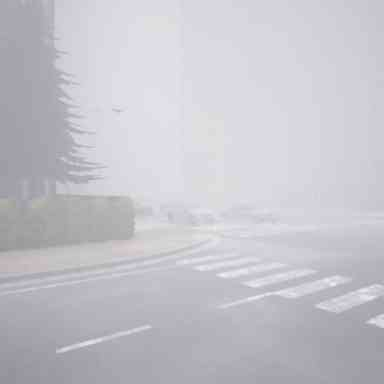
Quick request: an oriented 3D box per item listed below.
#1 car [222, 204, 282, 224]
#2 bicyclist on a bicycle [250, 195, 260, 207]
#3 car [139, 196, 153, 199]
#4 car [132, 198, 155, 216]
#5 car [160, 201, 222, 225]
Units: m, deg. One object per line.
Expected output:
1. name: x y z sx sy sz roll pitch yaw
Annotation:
1. car: 4.123 1.534 24.099 1.895 1.301 4.718 -1 0 -35
2. bicyclist on a bicycle: 7.537 1.148 39.976 1.656 1.620 0.582 -1 0 -35
3. car: -7.681 1.359 52.994 1.882 1.535 5.008 -1 0 -35
4. car: -5.466 1.558 31.557 1.895 1.301 4.718 -1 0 -35
5. car: -0.195 1.483 24.133 1.812 1.442 4.674 -1 0 -35
